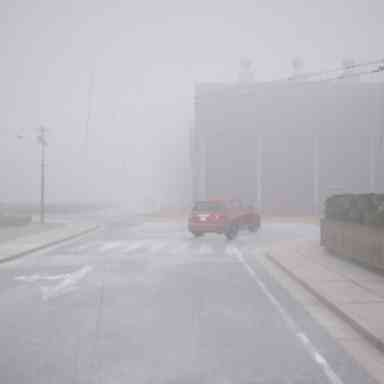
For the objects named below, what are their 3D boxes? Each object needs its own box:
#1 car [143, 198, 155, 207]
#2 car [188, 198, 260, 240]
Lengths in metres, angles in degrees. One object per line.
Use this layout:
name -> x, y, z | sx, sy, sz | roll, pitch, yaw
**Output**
car -> -8.518, 2.019, 66.382 | 2.097, 1.767, 4.553 | 0, -1, -3
car -> 1.896, 1.336, 18.124 | 2.150, 2.045, 5.566 | -1, 0, 30
